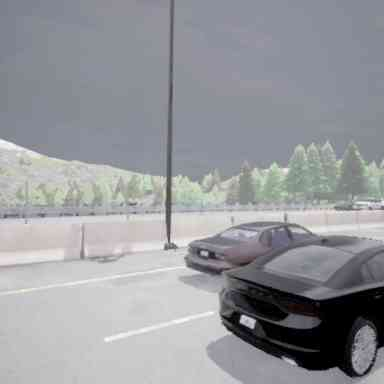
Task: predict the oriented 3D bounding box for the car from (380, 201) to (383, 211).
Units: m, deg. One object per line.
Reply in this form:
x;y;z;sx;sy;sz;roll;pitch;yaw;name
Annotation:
27.578;2.204;44.394;4.181;1.385;1.994;2;-1;-34;car

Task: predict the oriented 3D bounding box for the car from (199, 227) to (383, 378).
2.731;1.496;5.623;5.008;1.535;1.882;0;0;-35;car

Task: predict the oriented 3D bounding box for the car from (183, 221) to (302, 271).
2.352;1.575;9.622;5.357;1.411;2.033;0;0;-35;car

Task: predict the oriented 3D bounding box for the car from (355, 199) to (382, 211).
24.938;1.846;46.831;5.566;2.045;2.150;2;-1;-34;car
